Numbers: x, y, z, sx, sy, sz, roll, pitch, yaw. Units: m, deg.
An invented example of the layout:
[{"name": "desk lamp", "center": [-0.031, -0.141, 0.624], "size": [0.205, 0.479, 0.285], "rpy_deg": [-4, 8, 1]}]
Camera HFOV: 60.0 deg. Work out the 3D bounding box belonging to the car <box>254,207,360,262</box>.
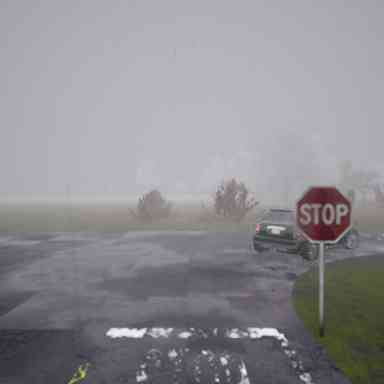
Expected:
[{"name": "car", "center": [4.370, 1.331, 12.420], "size": [4.553, 1.767, 2.097], "rpy_deg": [0, 1, -42]}]
